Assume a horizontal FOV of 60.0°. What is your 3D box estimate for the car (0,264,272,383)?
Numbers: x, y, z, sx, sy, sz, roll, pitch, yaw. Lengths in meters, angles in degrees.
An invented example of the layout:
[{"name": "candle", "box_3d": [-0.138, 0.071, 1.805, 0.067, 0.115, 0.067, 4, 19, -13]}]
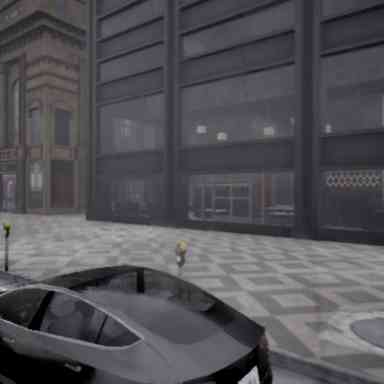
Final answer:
[{"name": "car", "box_3d": [-1.241, 1.548, 3.852, 4.313, 1.339, 1.947, 0, 0, 36]}]
